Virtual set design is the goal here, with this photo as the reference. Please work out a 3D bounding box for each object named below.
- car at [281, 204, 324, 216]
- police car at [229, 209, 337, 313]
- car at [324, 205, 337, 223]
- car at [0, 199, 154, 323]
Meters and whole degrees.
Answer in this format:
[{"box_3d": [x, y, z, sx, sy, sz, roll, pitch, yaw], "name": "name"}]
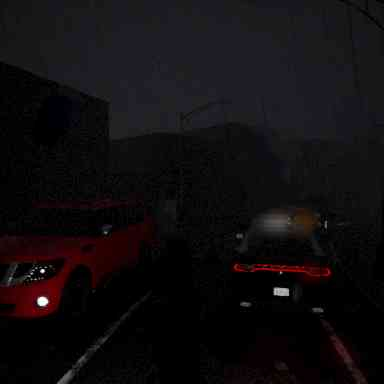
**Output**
[{"box_3d": [5.189, 1.493, 16.621, 1.882, 1.535, 5.008, 1, 0, 26], "name": "car"}, {"box_3d": [2.048, 1.428, 7.952, 1.930, 1.638, 5.238, 0, 0, 13], "name": "police car"}, {"box_3d": [8.033, 1.537, 21.451, 1.837, 1.490, 4.892, 1, 0, 34], "name": "car"}, {"box_3d": [-2.601, 1.207, 7.665, 2.150, 2.045, 5.566, 0, 0, 12], "name": "car"}]
